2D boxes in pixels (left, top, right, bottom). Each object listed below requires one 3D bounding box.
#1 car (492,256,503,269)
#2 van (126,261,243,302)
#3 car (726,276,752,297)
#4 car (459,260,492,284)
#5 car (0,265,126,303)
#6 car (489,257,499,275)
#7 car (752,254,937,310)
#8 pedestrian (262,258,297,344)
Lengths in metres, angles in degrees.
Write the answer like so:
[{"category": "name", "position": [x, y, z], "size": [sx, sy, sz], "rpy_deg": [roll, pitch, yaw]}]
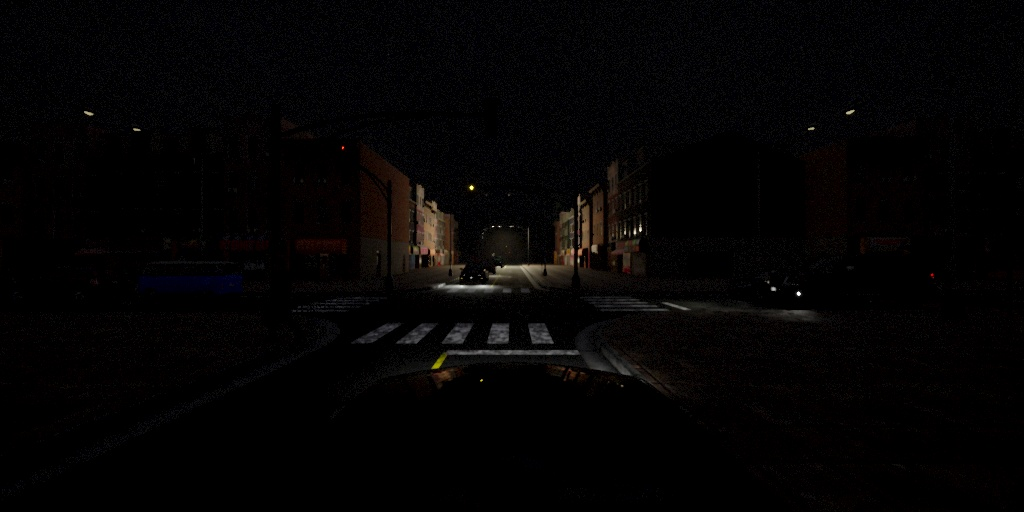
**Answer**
[{"category": "car", "position": [-2.660, 1.013, 59.890], "size": [2.150, 2.045, 5.566], "rpy_deg": [0, 0, 1]}, {"category": "van", "position": [-14.714, 1.121, 16.464], "size": [3.998, 1.789, 1.690], "rpy_deg": [0, 0, 0]}, {"category": "car", "position": [12.289, 1.264, 16.538], "size": [4.403, 1.370, 2.007], "rpy_deg": [0, 0, 0]}, {"category": "car", "position": [-2.819, 1.264, 27.464], "size": [1.837, 1.490, 4.892], "rpy_deg": [0, 0, 1]}, {"category": "car", "position": [-20.189, 1.236, 16.449], "size": [4.097, 1.591, 1.967], "rpy_deg": [0, 0, 0]}, {"category": "car", "position": [-2.770, 1.243, 40.082], "size": [1.882, 1.535, 5.008], "rpy_deg": [0, 0, 0]}, {"category": "car", "position": [12.975, 0.932, 14.003], "size": [5.566, 2.045, 2.150], "rpy_deg": [0, 0, 0]}, {"category": "pedestrian", "position": [-4.854, 0.892, 7.504], "size": [0.375, 1.860, 0.375], "rpy_deg": [0, 0, 0]}]
